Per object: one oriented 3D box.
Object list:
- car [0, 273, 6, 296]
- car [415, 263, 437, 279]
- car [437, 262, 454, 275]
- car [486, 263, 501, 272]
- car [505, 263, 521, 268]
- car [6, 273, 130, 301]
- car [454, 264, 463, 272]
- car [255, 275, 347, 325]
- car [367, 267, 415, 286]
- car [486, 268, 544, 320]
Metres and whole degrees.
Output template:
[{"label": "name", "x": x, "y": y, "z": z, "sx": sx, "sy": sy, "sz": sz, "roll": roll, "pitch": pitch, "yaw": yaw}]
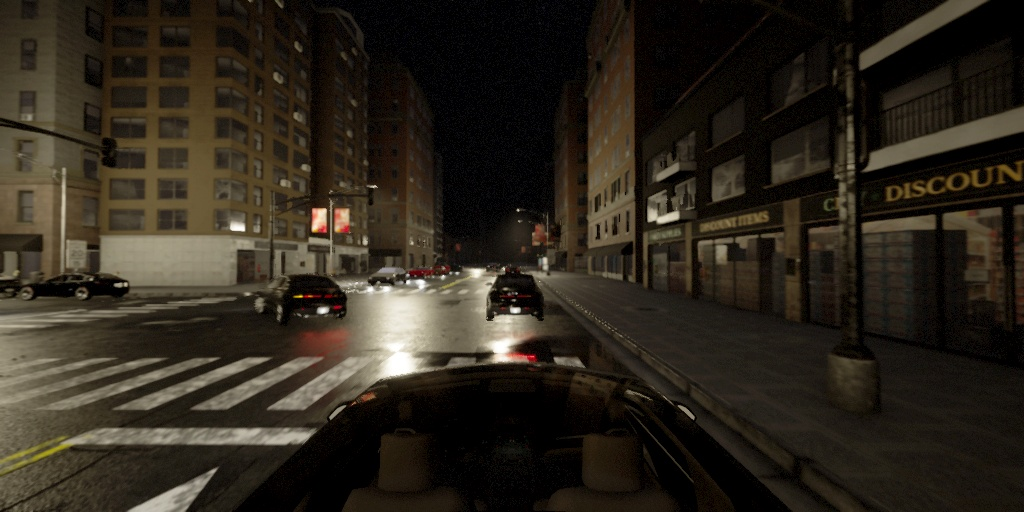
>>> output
[{"label": "car", "x": -27.814, "y": 1.503, "z": 18.306, "sx": 4.403, "sy": 1.370, "sz": 2.007, "roll": 0, "pitch": 0, "yaw": 0}, {"label": "car", "x": -9.837, "y": 1.766, "z": 38.762, "sx": 1.895, "sy": 1.301, "sz": 4.718, "roll": 0, "pitch": -1, "yaw": 0}, {"label": "car", "x": -9.761, "y": 1.634, "z": 48.961, "sx": 2.097, "sy": 1.767, "sz": 4.553, "roll": 0, "pitch": -1, "yaw": 0}, {"label": "car", "x": -3.264, "y": 1.899, "z": 59.700, "sx": 2.128, "sy": 1.511, "sz": 4.902, "roll": 0, "pitch": -1, "yaw": 0}, {"label": "car", "x": 0.088, "y": 1.744, "z": 43.400, "sx": 1.812, "sy": 1.442, "sz": 4.674, "roll": 0, "pitch": -1, "yaw": 0}, {"label": "car", "x": -22.152, "y": 1.518, "z": 18.282, "sx": 4.313, "sy": 1.339, "sz": 1.948, "roll": 0, "pitch": 0, "yaw": 0}, {"label": "car", "x": -9.777, "y": 2.000, "z": 62.172, "sx": 1.994, "sy": 1.385, "sz": 4.181, "roll": 0, "pitch": -1, "yaw": 0}, {"label": "car", "x": -7.351, "y": 1.376, "z": 12.455, "sx": 1.837, "sy": 1.490, "sz": 4.892, "roll": 4, "pitch": -3, "yaw": -45}, {"label": "car", "x": -9.855, "y": 1.604, "z": 29.164, "sx": 2.033, "sy": 1.411, "sz": 5.357, "roll": 0, "pitch": -1, "yaw": 0}, {"label": "car", "x": 0.099, "y": 1.384, "z": 13.203, "sx": 1.837, "sy": 1.490, "sz": 4.892, "roll": 0, "pitch": 0, "yaw": 0}]
